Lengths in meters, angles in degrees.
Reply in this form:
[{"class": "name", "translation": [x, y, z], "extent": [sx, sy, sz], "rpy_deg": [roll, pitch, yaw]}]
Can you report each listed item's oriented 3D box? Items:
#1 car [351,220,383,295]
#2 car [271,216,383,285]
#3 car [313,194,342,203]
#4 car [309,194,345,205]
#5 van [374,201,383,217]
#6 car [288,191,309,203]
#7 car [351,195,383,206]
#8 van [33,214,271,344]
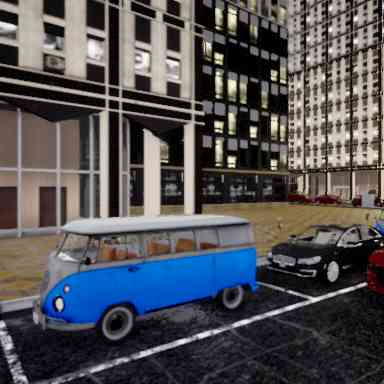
[{"class": "car", "translation": [5.948, 1.483, 7.625], "extent": [5.008, 1.535, 1.882], "rpy_deg": [0, 0, -36]}, {"class": "car", "translation": [4.001, 1.555, 9.418], "extent": [4.403, 1.369, 2.008], "rpy_deg": [0, 0, -36]}, {"class": "car", "translation": [22.469, 1.017, 55.370], "extent": [1.802, 1.307, 4.206], "rpy_deg": [1, 0, -36]}, {"class": "car", "translation": [18.944, 1.132, 45.906], "extent": [1.802, 1.307, 4.206], "rpy_deg": [1, 0, -36]}, {"class": "van", "translation": [8.599, 1.349, 12.699], "extent": [3.998, 1.788, 1.690], "rpy_deg": [0, 0, -36]}, {"class": "car", "translation": [15.703, 0.757, 50.435], "extent": [2.192, 1.841, 5.009], "rpy_deg": [1, 0, -36]}, {"class": "car", "translation": [22.197, 1.098, 41.376], "extent": [1.967, 1.590, 4.097], "rpy_deg": [1, 0, -36]}, {"class": "van", "translation": [-0.596, 1.342, 6.136], "extent": [3.998, 1.788, 1.690], "rpy_deg": [0, 0, -36]}]
